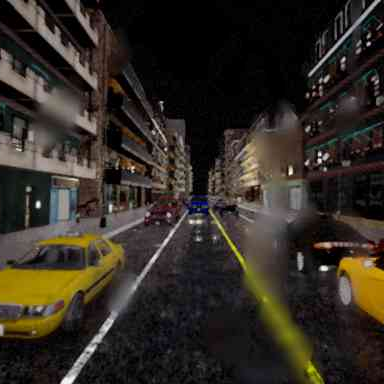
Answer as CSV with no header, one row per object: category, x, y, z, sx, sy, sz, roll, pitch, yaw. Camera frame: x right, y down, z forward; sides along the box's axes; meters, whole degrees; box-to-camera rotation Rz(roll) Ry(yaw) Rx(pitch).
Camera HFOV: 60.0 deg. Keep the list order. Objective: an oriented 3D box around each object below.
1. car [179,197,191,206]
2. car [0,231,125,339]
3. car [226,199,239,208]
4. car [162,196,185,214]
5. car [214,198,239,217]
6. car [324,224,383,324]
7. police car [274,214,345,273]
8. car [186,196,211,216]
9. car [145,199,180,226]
car,-1.321,1.763,63.349,1.967,1.590,4.097,1,0,1
car,-2.591,1.525,6.829,1.752,1.417,4.829,1,0,1
car,6.933,1.941,57.691,1.752,1.417,4.829,1,0,1
car,-2.077,1.447,29.541,2.192,1.841,5.009,1,0,1
car,3.759,1.736,34.530,2.128,1.511,4.902,1,0,2
car,3.960,1.566,5.072,1.882,1.535,5.008,1,0,1
police car,4.098,1.549,11.181,1.930,1.638,5.238,1,0,1
car,0.775,1.431,36.227,2.150,2.045,5.566,1,0,2
car,-2.207,1.539,23.906,1.967,1.590,4.097,1,0,1
